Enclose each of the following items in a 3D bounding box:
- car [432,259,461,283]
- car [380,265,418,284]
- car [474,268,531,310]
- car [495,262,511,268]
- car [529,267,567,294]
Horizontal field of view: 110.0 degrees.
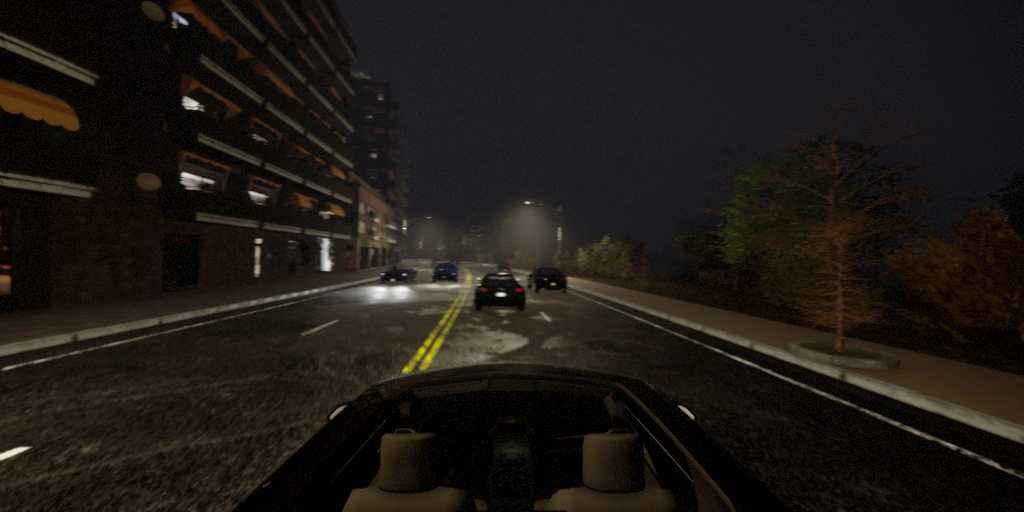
[{"bbox_3d":[-5.207,1.295,28.666,1.882,1.535,5.008,1,0,-6],"label":"car"},{"bbox_3d":[-8.255,1.326,26.475,1.895,1.301,4.718,1,0,-6],"label":"car"},{"bbox_3d":[-0.554,1.399,15.200,1.994,1.385,4.181,1,0,-4],"label":"car"},{"bbox_3d":[-1.286,1.574,51.220,1.837,1.490,4.892,2,0,-8],"label":"car"},{"bbox_3d":[2.104,1.434,22.537,1.882,1.535,5.008,2,0,-5],"label":"car"}]
